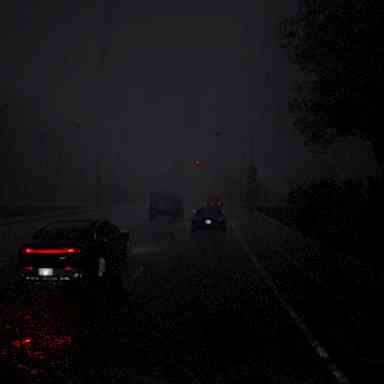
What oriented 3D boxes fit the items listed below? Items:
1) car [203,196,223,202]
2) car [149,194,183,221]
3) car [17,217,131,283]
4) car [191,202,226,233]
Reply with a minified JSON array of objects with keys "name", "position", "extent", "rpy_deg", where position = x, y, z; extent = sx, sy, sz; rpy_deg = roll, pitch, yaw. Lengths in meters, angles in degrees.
[{"name":"car","position":[2.285,1.244,36.534],"extent":[2.097,1.767,4.553],"rpy_deg":[0,1,5]},{"name":"car","position":[-2.020,1.164,26.897],"extent":[2.150,2.045,5.566],"rpy_deg":[0,0,4]},{"name":"car","position":[-3.092,1.499,9.680],"extent":[1.837,1.490,4.892],"rpy_deg":[0,0,2]},{"name":"car","position":[0.986,1.543,19.713],"extent":[1.994,1.385,4.181],"rpy_deg":[0,0,3]}]
